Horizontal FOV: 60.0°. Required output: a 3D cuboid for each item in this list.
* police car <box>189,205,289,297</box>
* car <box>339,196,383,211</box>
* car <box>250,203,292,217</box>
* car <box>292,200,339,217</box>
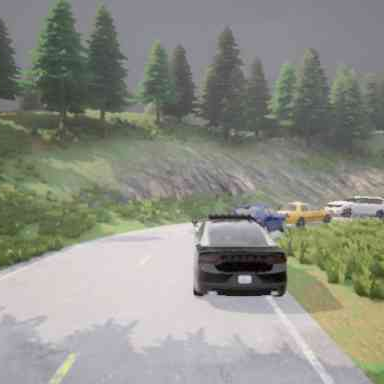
[{"bbox_3d":[0.959,1.361,8.617,1.930,1.638,5.238,0,0,0],"label":"police car"},{"bbox_3d":[14.440,1.374,29.122,5.566,2.045,2.150,4,-2,-13],"label":"car"},{"bbox_3d":[3.228,1.354,16.670,1.882,1.535,5.008,0,0,32],"label":"car"},{"bbox_3d":[6.752,1.303,20.629,5.366,1.575,1.801,0,1,-39],"label":"car"}]
